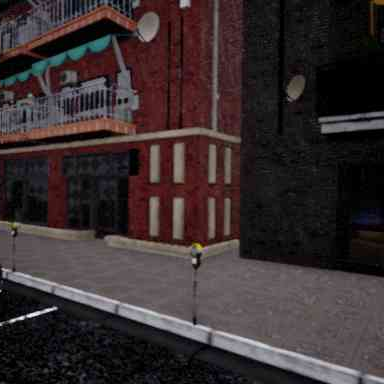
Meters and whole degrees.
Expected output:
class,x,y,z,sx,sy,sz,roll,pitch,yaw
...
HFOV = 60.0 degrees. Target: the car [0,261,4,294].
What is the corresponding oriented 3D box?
class,x,y,z,sx,sy,sz,roll,pitch,yaw
car,-5.537,1.484,6.815,4.403,1.369,2.008,1,1,36
